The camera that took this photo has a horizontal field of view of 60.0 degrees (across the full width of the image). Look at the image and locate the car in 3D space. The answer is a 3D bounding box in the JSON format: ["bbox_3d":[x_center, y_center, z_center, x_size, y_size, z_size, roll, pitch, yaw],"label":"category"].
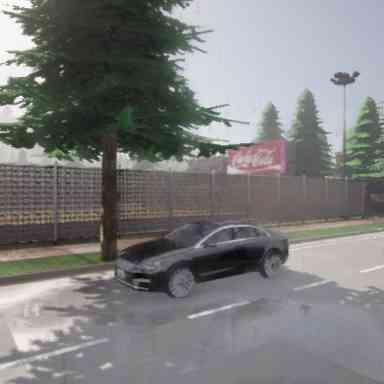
[{"bbox_3d":[0.465,1.509,8.609,4.902,1.511,2.128,0,0,-35],"label":"car"}]
